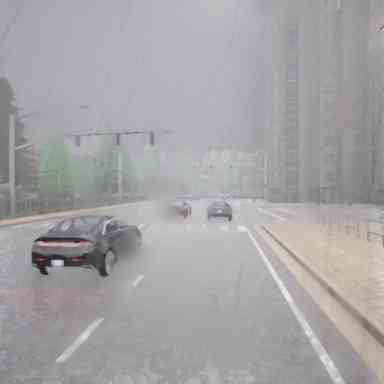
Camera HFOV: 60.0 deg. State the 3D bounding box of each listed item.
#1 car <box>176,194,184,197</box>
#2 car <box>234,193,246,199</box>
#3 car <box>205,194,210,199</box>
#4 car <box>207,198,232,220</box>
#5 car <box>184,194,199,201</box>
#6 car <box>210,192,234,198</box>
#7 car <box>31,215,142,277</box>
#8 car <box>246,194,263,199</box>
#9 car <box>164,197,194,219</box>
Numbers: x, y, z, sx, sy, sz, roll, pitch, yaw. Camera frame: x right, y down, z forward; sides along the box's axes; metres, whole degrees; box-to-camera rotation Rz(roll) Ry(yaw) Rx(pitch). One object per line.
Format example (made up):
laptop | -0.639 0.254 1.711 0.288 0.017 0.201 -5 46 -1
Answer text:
car | -2.603 1.270 77.900 1.994 1.385 4.181 0 0 17
car | 13.013 1.174 89.224 4.892 1.490 1.837 0 0 -41
car | 5.496 1.189 91.671 1.812 1.442 4.674 0 0 40
car | 2.312 1.482 27.444 1.994 1.385 4.181 0 0 6
car | 0.245 1.227 75.130 1.837 1.490 4.892 0 0 13
car | 8.130 0.897 89.355 2.150 2.045 5.566 0 0 40
car | -2.886 1.452 10.161 2.128 1.511 4.902 0 0 6
car | 17.355 1.272 88.156 4.718 1.301 1.895 0 0 -32
car | -1.147 1.425 28.117 1.812 1.442 4.674 0 0 6
